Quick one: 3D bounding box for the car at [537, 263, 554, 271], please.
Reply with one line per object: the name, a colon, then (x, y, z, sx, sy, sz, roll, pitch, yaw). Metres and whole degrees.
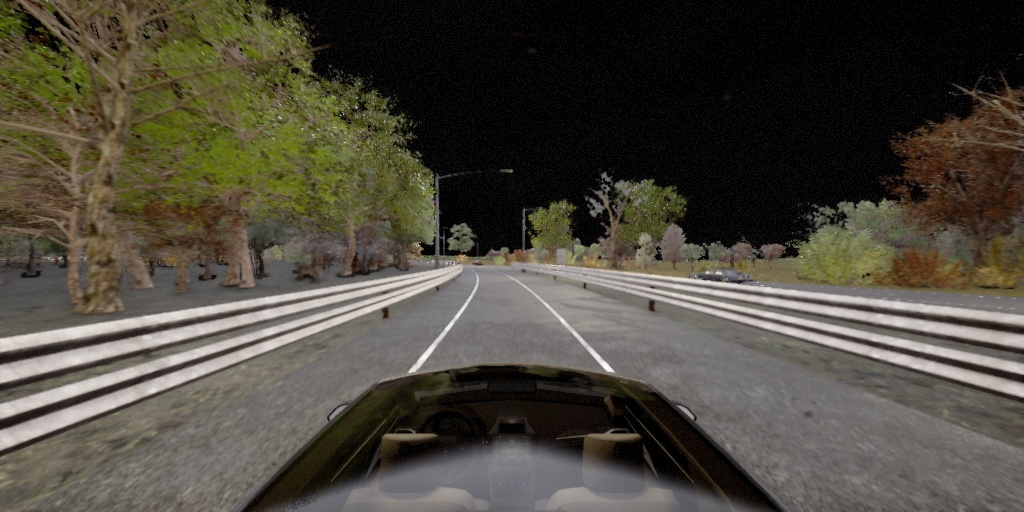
car: (5.998, 1.906, 61.657, 1.812, 1.442, 4.674, 0, 0, -23)

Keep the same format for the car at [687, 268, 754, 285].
car: (18.538, 1.803, 32.202, 2.033, 1.411, 5.357, 0, 0, -23)
